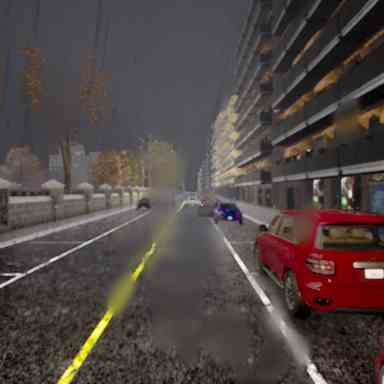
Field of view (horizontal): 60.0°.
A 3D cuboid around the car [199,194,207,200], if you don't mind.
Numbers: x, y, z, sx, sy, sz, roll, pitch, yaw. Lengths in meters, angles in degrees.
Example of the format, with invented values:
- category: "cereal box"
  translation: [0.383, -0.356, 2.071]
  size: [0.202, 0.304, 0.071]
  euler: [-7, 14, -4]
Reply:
- category: "car"
  translation: [2.734, 1.277, 80.500]
  size: [1.802, 1.307, 4.206]
  euler: [0, 0, 0]

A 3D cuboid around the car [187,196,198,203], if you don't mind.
- category: "car"
  translation: [0.035, 1.351, 60.948]
  size: [1.895, 1.301, 4.718]
  euler: [0, 0, 0]

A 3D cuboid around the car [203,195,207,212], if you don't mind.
- category: "car"
  translation: [2.714, 1.366, 41.089]
  size: [1.887, 1.381, 4.507]
  euler: [0, 0, 0]

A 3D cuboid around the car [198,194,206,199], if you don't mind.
- category: "car"
  translation: [2.740, 1.231, 91.760]
  size: [1.947, 1.339, 4.313]
  euler: [0, 0, 0]

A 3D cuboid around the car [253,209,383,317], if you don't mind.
- category: "car"
  translation: [2.696, 1.281, 7.305]
  size: [2.192, 1.841, 5.009]
  euler: [0, 0, 0]

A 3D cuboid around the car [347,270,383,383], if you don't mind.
- category: "car"
  translation: [2.693, 1.573, 1.677]
  size: [1.802, 1.307, 4.206]
  euler: [0, 0, 0]

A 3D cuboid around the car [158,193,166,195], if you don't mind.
- category: "car"
  translation: [-5.661, 1.321, 52.353]
  size: [1.887, 1.381, 4.507]
  euler: [0, 0, 0]

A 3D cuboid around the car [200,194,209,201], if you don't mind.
- category: "car"
  translation: [2.731, 1.151, 74.869]
  size: [1.967, 1.590, 4.097]
  euler: [0, 0, 0]

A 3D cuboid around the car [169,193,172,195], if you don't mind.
- category: "car"
  translation: [-5.655, 1.058, 63.611]
  size: [2.192, 1.841, 5.009]
  euler: [0, 0, 0]

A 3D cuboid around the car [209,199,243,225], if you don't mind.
- category: "car"
  translation: [2.366, 1.424, 23.017]
  size: [1.812, 1.442, 4.674]
  euler: [0, 0, 0]

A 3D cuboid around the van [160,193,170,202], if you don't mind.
- category: "van"
  translation: [-5.652, 1.068, 69.242]
  size: [1.690, 1.788, 3.998]
  euler: [0, 0, 0]

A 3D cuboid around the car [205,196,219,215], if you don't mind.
- category: "car"
  translation: [2.711, 1.396, 35.459]
  size: [2.008, 1.369, 4.403]
  euler: [0, 0, 0]

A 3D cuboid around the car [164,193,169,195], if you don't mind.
- category: "car"
  translation: [-5.657, 1.199, 57.981]
  size: [1.967, 1.590, 4.097]
  euler: [0, 0, 0]

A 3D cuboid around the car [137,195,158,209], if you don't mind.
- category: "car"
  translation: [-5.666, 1.388, 41.094]
  size: [1.947, 1.339, 4.313]
  euler: [0, 0, 0]

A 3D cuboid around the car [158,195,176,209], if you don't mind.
- category: "car"
  translation: [-3.067, 1.419, 41.925]
  size: [1.895, 1.301, 4.718]
  euler: [0, 0, 0]

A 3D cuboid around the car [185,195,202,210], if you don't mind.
- category: "car"
  translation: [0.055, 1.403, 45.544]
  size: [1.895, 1.301, 4.718]
  euler: [0, 0, 1]

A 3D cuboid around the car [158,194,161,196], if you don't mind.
- category: "car"
  translation: [-5.664, 1.380, 46.725]
  size: [1.802, 1.307, 4.206]
  euler: [0, 0, 0]

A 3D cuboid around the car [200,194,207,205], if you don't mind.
- category: "car"
  translation: [2.725, 1.324, 63.607]
  size: [1.802, 1.307, 4.206]
  euler: [0, 0, 0]

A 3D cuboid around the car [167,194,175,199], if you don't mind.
- category: "car"
  translation: [-5.640, 1.231, 91.765]
  size: [1.947, 1.339, 4.313]
  euler: [0, 0, 0]
